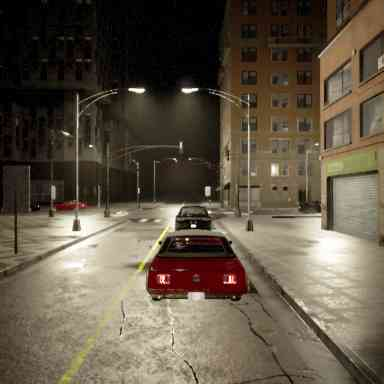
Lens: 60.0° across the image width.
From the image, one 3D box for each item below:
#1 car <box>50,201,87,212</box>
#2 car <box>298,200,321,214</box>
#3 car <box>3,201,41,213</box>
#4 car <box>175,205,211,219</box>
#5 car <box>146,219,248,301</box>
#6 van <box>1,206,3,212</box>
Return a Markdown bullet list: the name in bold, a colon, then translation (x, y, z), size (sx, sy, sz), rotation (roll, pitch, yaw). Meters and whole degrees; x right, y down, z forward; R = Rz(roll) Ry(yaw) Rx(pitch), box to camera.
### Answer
- **car**: translation (-14.547, 1.709, 39.299), size (4.206, 1.307, 1.802), rotation (0, 0, 0)
- **car**: translation (12.046, 1.420, 30.801), size (4.313, 1.339, 1.947), rotation (0, 0, 0)
- **car**: translation (-20.195, 1.732, 39.294), size (4.313, 1.339, 1.947), rotation (0, 0, 0)
- **car**: translation (0.062, 1.477, 18.407), size (1.882, 1.535, 5.008), rotation (0, 0, 0)
- **car**: translation (0.083, 1.602, 8.258), size (1.895, 1.301, 4.718), rotation (0, 0, 0)
- **van**: translation (-20.180, 1.431, 30.770), size (3.998, 1.788, 1.690), rotation (0, 0, 0)
